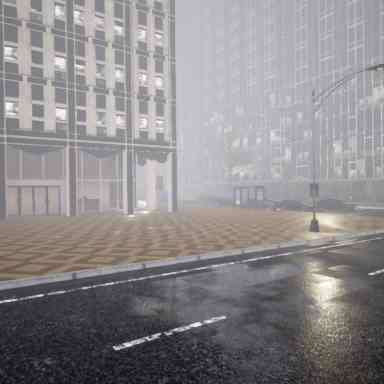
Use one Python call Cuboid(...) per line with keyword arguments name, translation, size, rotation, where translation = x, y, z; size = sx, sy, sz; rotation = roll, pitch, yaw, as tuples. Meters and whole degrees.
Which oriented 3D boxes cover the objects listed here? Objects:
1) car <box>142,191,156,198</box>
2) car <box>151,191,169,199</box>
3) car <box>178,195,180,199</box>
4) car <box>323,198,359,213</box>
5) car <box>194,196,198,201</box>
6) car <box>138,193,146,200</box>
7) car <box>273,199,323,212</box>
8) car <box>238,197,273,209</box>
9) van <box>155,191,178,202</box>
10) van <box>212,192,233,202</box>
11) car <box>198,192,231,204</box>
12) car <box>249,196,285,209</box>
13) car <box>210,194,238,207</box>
Cuboid(name="car", translation=(-10.728, 0.685, 82.590), size=(1.967, 1.590, 4.097), rotation=(0, 1, -35))
Cuboid(name="car", translation=(-7.506, 0.614, 77.906), size=(2.192, 1.841, 5.009), rotation=(0, 1, -35))
Cuboid(name="car", translation=(-4.285, 0.935, 73.227), size=(1.802, 1.307, 4.206), rotation=(0, 1, -35))
Cuboid(name="car", translation=(15.010, 1.364, 34.946), size=(1.812, 1.442, 4.674), rotation=(-1, 1, -34))
Cuboid(name="car", translation=(2.157, 1.042, 63.861), size=(1.802, 1.307, 4.206), rotation=(0, 1, -35))
Cuboid(name="car", translation=(-11.190, 1.039, 68.478), size=(2.008, 1.369, 4.403), rotation=(0, 1, -35))
Cuboid(name="car", translation=(11.251, 1.423, 35.626), size=(1.947, 1.339, 4.313), rotation=(0, 1, -35))
Cuboid(name="car", translation=(8.044, 1.387, 40.321), size=(1.802, 1.307, 4.206), rotation=(0, 1, -35))
Cuboid(name="van", translation=(-4.747, 0.936, 59.110), size=(1.690, 1.788, 3.998), rotation=(0, 1, -35))
Cuboid(name="van", translation=(5.378, 0.854, 59.175), size=(1.690, 1.788, 3.998), rotation=(0, 1, -35))
Cuboid(name="car", translation=(3.728, 1.204, 51.362), size=(2.033, 1.411, 5.357), rotation=(-1, 1, -34))
Cuboid(name="car", translation=(9.615, 1.316, 42.785), size=(1.994, 1.385, 4.181), rotation=(-1, 1, -35))
Cuboid(name="car", translation=(4.871, 1.319, 45.036), size=(1.947, 1.339, 4.313), rotation=(0, 1, -35))
